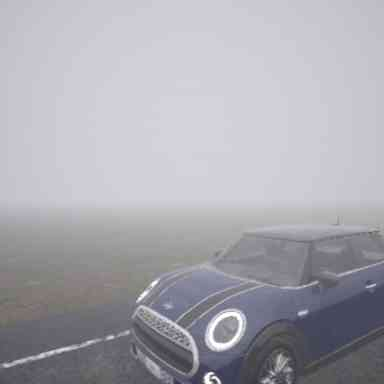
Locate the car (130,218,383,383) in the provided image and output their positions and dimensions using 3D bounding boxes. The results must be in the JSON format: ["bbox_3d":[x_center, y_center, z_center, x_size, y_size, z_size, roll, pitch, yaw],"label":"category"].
[{"bbox_3d":[1.399,1.338,4.986,4.553,1.767,2.097,0,0,-35],"label":"car"}]
